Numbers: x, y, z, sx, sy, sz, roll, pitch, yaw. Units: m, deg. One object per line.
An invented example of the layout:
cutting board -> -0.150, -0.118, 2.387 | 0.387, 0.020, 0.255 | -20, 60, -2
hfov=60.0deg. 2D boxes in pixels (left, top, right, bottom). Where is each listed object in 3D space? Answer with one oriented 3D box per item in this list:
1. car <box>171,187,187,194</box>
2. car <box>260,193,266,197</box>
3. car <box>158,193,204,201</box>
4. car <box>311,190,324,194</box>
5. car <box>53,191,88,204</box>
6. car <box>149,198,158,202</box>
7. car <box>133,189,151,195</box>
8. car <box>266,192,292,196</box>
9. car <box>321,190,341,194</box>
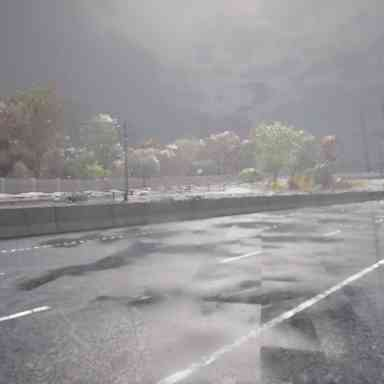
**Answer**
car -> -2.671, -0.335, 71.826 | 1.895, 1.301, 4.718 | -1, 3, 24
car -> 11.325, 0.829, 48.055 | 4.902, 1.511, 2.128 | -1, 1, -45
car -> -0.440, 1.155, 31.199 | 1.837, 1.490, 4.892 | 0, 1, 45
car -> 22.856, 0.440, 59.687 | 2.097, 1.767, 4.553 | 0, 1, 45
car -> -15.066, 0.693, 41.410 | 2.128, 1.511, 4.902 | -1, 1, 22
car -> -3.052, 1.222, 33.534 | 1.994, 1.385, 4.181 | 0, 1, 45
car -> -8.643, 0.241, 57.841 | 1.837, 1.490, 4.892 | -1, 2, 22
car -> 12.206, 0.968, 43.993 | 1.895, 1.301, 4.718 | 0, 1, 45
car -> 24.136, 0.709, 56.010 | 4.718, 1.301, 1.895 | -1, 1, -45
